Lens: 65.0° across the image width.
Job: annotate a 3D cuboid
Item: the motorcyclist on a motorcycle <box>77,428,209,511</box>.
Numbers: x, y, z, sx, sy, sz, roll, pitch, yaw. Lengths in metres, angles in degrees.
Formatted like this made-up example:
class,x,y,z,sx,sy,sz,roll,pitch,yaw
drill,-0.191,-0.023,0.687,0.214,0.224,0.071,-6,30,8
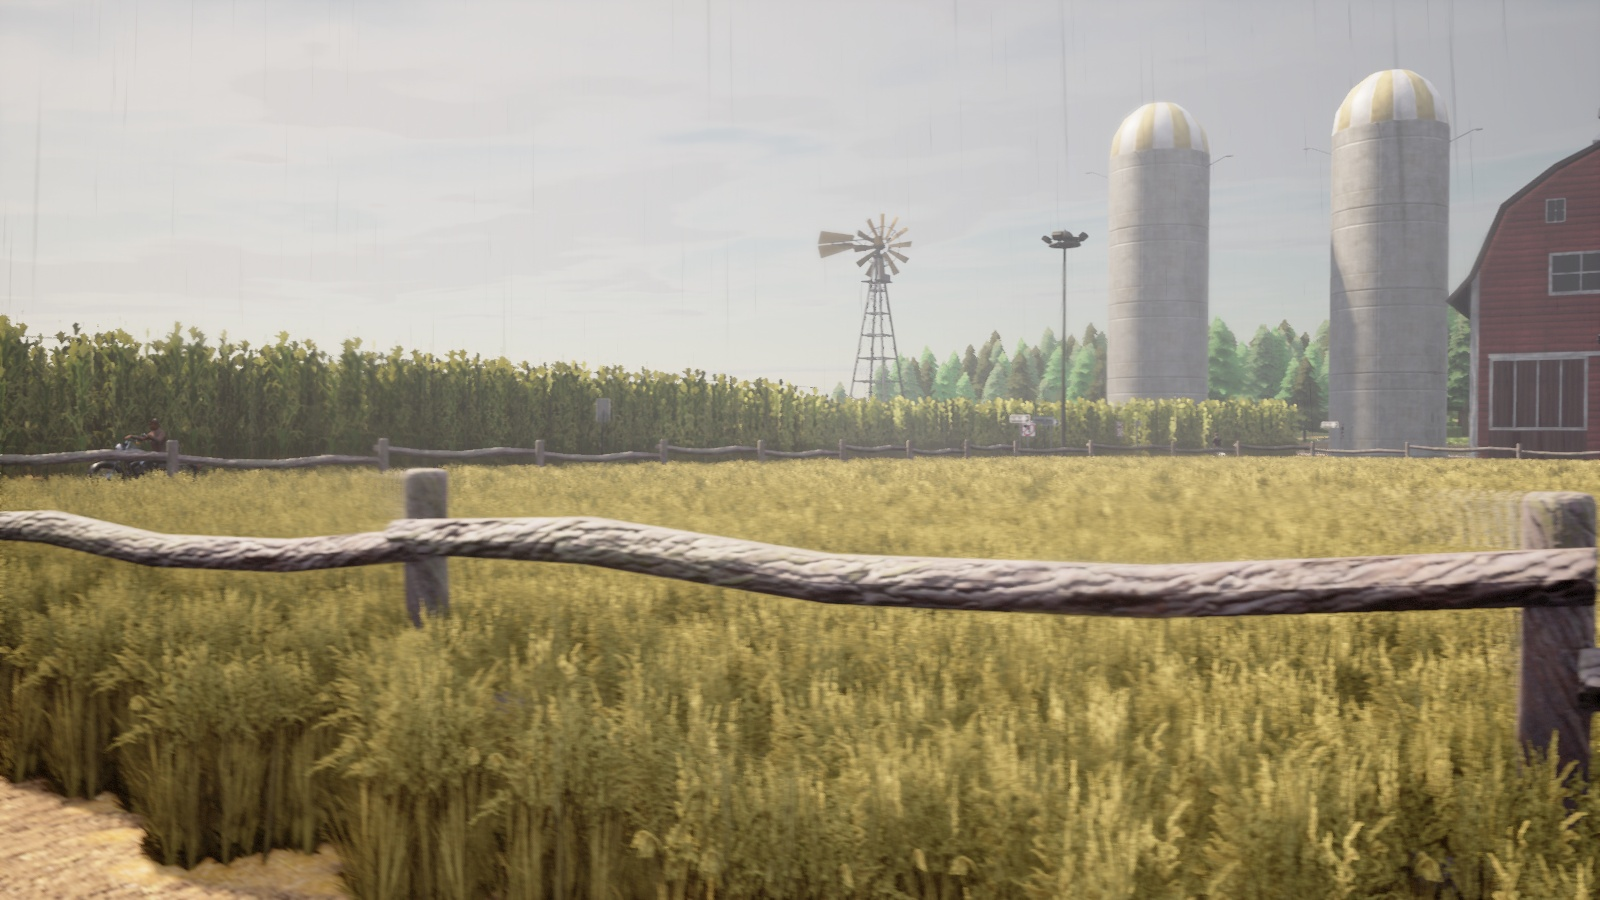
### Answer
class,x,y,z,sx,sy,sz,roll,pitch,yaw
motorcyclist on a motorcycle,-13.656,0.385,26.182,0.766,1.649,2.350,0,0,34
